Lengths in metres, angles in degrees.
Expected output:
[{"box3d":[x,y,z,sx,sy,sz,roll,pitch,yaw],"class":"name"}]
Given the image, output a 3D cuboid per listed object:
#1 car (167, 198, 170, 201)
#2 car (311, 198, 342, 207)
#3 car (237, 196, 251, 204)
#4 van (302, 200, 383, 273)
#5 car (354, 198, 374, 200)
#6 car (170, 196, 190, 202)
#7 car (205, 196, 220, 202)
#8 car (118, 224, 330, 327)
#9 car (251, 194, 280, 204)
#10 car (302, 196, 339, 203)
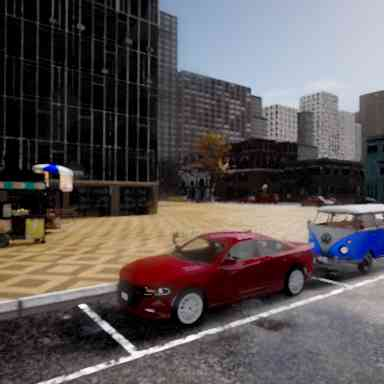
[{"box3d":[-4.953,1.711,89.871,1.752,1.417,4.829,0,0,-35],"class":"car"},{"box3d":[21.187,1.549,52.374,1.802,1.307,4.206,0,0,-35],"class":"car"},{"box3d":[10.993,1.491,66.949,1.967,1.590,4.097,0,0,-35],"class":"car"},{"box3d":[5.280,1.295,10.271,3.998,1.788,1.690,0,1,-35],"class":"van"},{"box3d":[24.309,1.507,47.870,1.947,1.339,4.313,0,0,-35],"class":"car"},{"box3d":[-2.162,1.549,71.129,1.752,1.417,4.829,0,0,-35],"class":"car"},{"box3d":[4.629,1.544,76.044,1.967,1.590,4.097,0,0,-35],"class":"car"},{"box3d":[0.683,1.525,6.994,4.507,1.381,1.887,0,1,-35],"class":"car"},{"box3d":[14.182,1.340,62.406,2.192,1.841,5.009,0,0,-35],"class":"car"},{"box3d":[16.605,1.305,43.821,1.967,1.590,4.097,0,0,-35],"class":"car"}]
